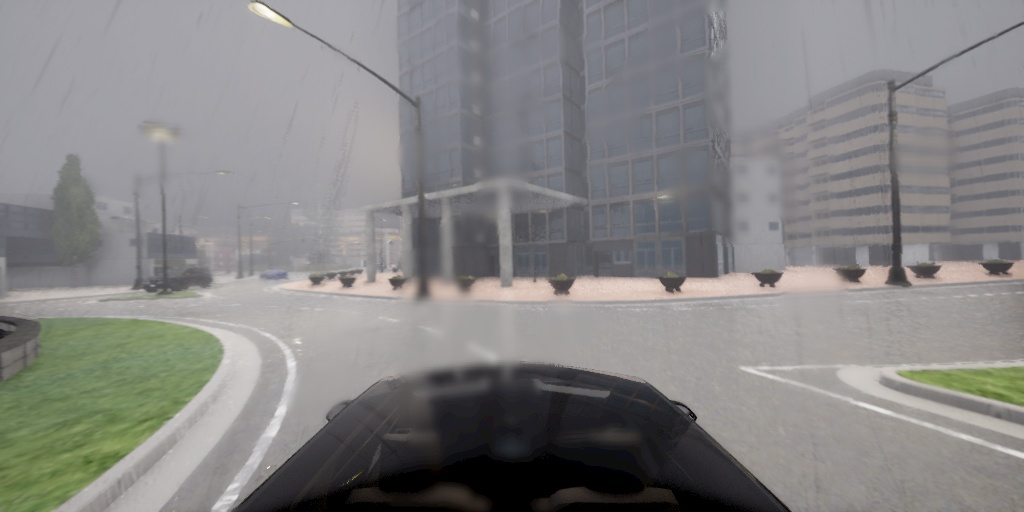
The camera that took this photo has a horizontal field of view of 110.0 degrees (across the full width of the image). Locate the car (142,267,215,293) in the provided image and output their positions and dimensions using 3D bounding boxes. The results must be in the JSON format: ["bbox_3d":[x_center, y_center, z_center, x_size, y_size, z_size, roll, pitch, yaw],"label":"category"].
[{"bbox_3d":[-28.789,2.023,31.235,2.150,2.045,5.566,-1,0,-5],"label":"car"}]

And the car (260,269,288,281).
[{"bbox_3d":[-31.965,2.519,48.301,1.882,1.535,5.008,-1,0,-12],"label":"car"}]
